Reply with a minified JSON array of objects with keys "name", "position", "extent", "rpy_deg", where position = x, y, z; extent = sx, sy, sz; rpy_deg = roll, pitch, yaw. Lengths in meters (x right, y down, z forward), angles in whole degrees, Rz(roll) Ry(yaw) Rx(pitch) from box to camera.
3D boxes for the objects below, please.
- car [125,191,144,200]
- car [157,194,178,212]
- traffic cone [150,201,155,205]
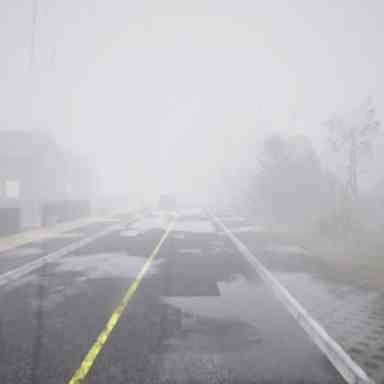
[{"name":"car","position":[-13.044,0.808,75.253],"extent":[2.150,2.045,5.566],"rpy_deg":[0,1,-41]},{"name":"car","position":[-2.847,1.243,39.358],"extent":[2.150,2.045,5.566],"rpy_deg":[-1,1,-2]},{"name":"traffic cone","position":[-4.676,1.466,36.383],"extent":[0.580,0.340,0.340],"rpy_deg":[-3,-31,-20]}]
